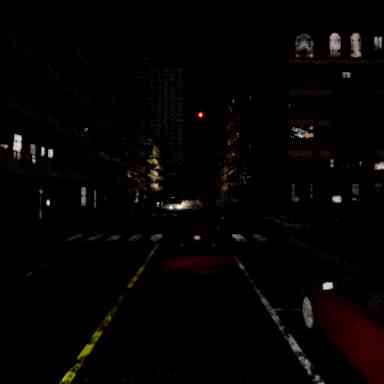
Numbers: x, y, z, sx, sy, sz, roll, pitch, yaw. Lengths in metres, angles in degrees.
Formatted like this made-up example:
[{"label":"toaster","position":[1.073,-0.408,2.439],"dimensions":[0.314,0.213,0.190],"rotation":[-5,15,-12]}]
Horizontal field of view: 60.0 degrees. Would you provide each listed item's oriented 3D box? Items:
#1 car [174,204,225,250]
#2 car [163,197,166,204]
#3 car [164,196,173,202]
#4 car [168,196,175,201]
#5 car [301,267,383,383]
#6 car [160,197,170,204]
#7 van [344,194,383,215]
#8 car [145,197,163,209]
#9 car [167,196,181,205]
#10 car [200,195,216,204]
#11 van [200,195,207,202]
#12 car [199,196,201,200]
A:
[{"label":"car","position":[0.404,1.511,14.532],"dimensions":[1.882,1.535,5.008],"rotation":[0,0,5]},{"label":"car","position":[-5.644,1.705,52.925],"dimensions":[1.947,1.339,4.313],"rotation":[-1,0,0]},{"label":"car","position":[-5.616,1.753,80.395],"dimensions":[1.752,1.417,4.829],"rotation":[-1,0,0]},{"label":"car","position":[-5.603,1.850,91.621],"dimensions":[1.802,1.307,4.206],"rotation":[-1,0,0]},{"label":"car","position":[2.684,1.554,3.912],"dimensions":[1.887,1.381,4.507],"rotation":[0,0,0]},{"label":"car","position":[-5.627,1.774,69.509],"dimensions":[1.802,1.307,4.206],"rotation":[-1,0,0]},{"label":"van","position":[15.670,1.105,29.471],"dimensions":[3.998,1.788,1.690],"rotation":[-1,1,-1]},{"label":"car","position":[-5.650,1.673,47.398],"dimensions":[2.008,1.369,4.403],"rotation":[-1,0,0]},{"label":"car","position":[-2.983,1.764,60.696],"dimensions":[1.895,1.301,4.718],"rotation":[0,0,1]},{"label":"car","position":[2.735,1.579,52.912],"dimensions":[1.967,1.590,4.097],"rotation":[-1,0,0]},{"label":"van","position":[2.763,1.570,80.551],"dimensions":[1.690,1.788,3.998],"rotation":[-1,0,0]},{"label":"car","position":[2.754,1.742,69.495],"dimensions":[2.008,1.369,4.403],"rotation":[-1,0,0]}]
